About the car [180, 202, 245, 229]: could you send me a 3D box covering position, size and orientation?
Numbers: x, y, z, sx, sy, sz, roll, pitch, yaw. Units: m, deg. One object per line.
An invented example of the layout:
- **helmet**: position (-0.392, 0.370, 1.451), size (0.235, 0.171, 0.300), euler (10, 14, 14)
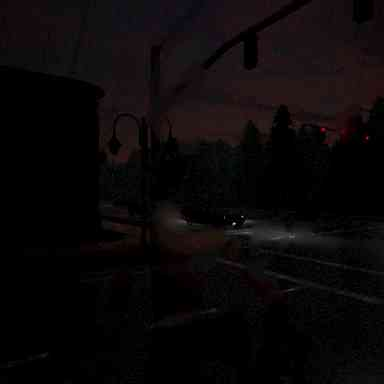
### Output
- **car**: position (1.287, 1.601, 21.875), size (1.895, 1.301, 4.718), euler (0, 0, -35)

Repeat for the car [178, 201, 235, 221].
- **car**: position (1.084, 1.547, 28.264), size (2.033, 1.411, 5.357), euler (0, 0, -35)

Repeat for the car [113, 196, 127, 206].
- **car**: position (-10.561, 1.352, 51.316), size (2.097, 1.767, 4.553), euler (0, 0, -35)

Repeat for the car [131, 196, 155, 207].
- **car**: position (-7.997, 1.505, 53.761), size (1.837, 1.490, 4.892), euler (0, 0, -35)

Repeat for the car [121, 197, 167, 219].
- **car**: position (-4.053, 1.492, 29.513), size (2.128, 1.511, 4.902), euler (0, 0, -35)
